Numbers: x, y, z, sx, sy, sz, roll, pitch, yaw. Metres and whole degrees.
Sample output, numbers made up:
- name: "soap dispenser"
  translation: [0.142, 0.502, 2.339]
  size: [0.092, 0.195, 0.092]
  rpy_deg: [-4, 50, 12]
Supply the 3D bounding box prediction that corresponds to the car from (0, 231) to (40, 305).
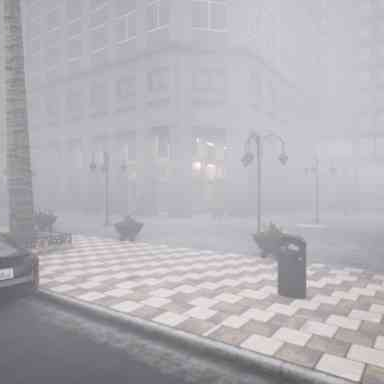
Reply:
- name: "car"
  translation: [-5.267, 1.513, 7.213]
  size: [4.786, 1.482, 2.161]
  rpy_deg: [0, 0, 35]
